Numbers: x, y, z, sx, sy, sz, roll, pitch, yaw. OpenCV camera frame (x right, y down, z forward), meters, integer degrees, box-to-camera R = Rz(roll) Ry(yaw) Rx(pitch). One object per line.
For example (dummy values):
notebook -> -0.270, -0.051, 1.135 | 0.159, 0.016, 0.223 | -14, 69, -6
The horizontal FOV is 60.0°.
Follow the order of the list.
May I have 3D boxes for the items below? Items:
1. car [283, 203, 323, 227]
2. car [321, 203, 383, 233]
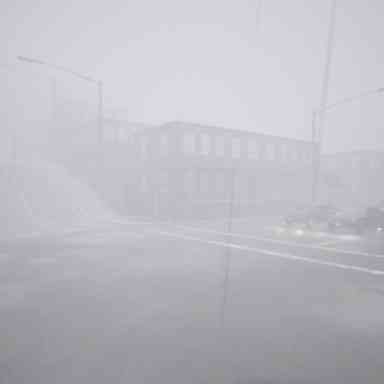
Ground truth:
car -> 8.272, 1.516, 22.782 | 4.892, 1.490, 1.837 | 0, 0, -35
car -> 9.948, 1.537, 19.681 | 4.674, 1.442, 1.812 | 0, 0, -35
